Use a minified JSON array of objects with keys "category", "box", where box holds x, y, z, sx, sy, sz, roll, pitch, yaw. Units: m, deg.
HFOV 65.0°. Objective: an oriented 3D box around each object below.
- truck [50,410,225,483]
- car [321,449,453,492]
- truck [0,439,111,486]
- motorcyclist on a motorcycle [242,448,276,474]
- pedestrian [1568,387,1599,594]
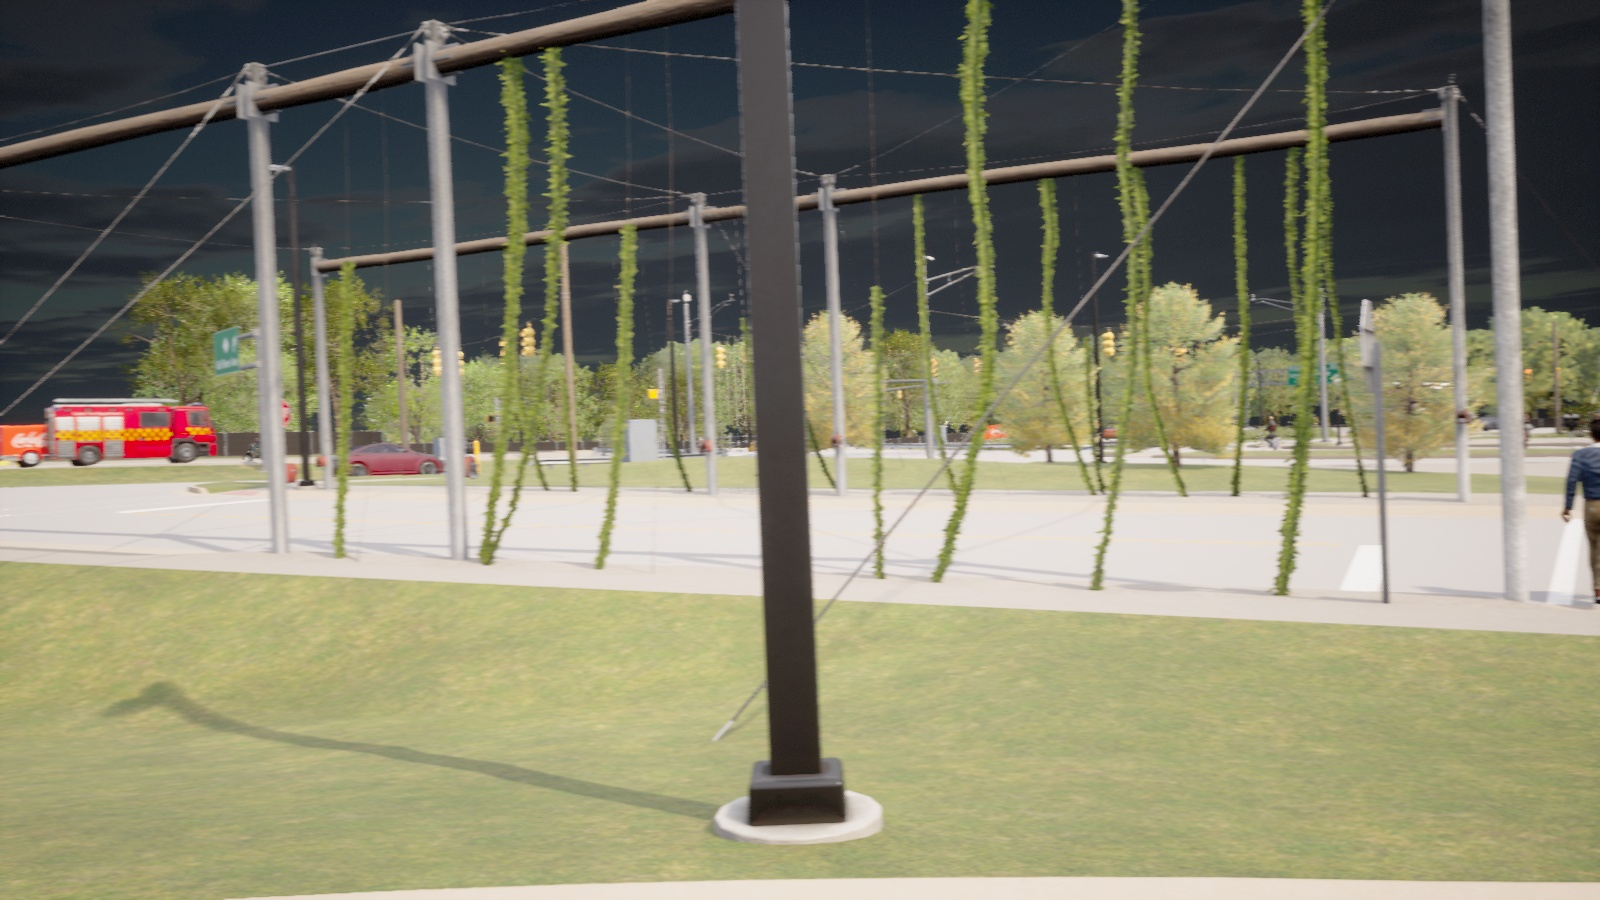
[{"category":"truck","box":[-38.423,-0.232,73.069,8.468,3.827,2.891,-3,0,-39]},{"category":"car","box":[-15.362,0.746,46.820,4.181,1.385,1.994,-2,0,-39]},{"category":"truck","box":[-43.548,0.696,73.431,5.204,2.467,2.627,-3,0,-39]},{"category":"motorcyclist on a motorcycle","box":[-36.120,0.739,83.820,1.817,1.590,0.866,-3,0,-39]},{"category":"pedestrian","box":[7.789,0.367,12.167,0.423,1.949,0.788,-3,1,37]}]
